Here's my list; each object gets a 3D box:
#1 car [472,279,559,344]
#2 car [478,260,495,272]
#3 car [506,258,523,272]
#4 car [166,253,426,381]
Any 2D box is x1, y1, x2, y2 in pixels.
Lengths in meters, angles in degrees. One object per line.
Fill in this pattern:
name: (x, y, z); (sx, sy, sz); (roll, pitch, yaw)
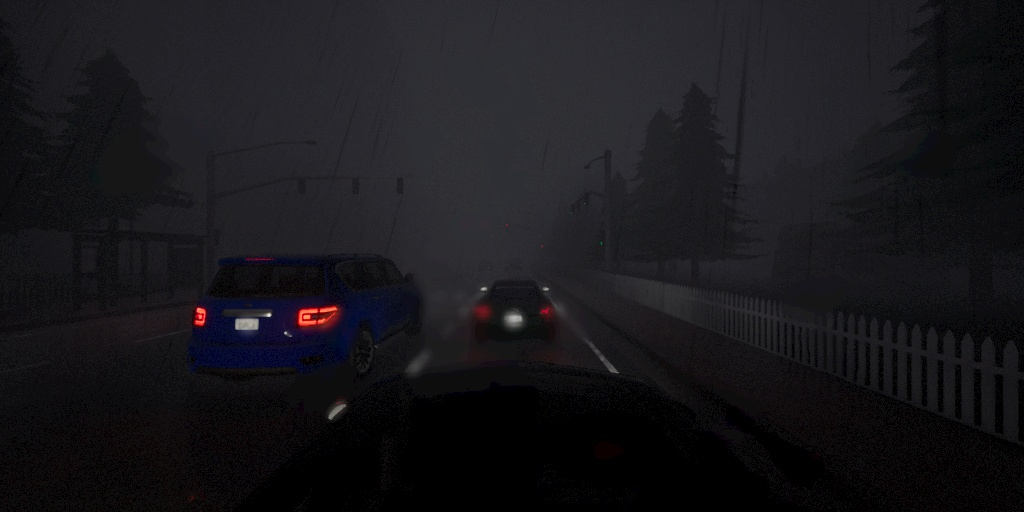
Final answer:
car: (0.089, 1.310, 9.592); (1.994, 1.385, 4.181); (0, 0, 1)
car: (-3.225, 1.220, 45.583); (2.128, 1.511, 4.902); (0, 0, 1)
car: (0.278, 1.080, 45.635); (2.097, 1.767, 4.553); (0, 0, 0)
car: (-3.404, 0.969, 7.312); (2.150, 2.045, 5.566); (0, 0, 0)
